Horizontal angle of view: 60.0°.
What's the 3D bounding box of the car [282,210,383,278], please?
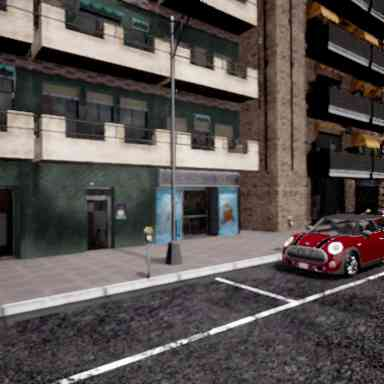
[{"bbox_3d":[4.570,1.425,10.068,4.097,1.590,1.967,-1,0,-37],"label":"car"}]
